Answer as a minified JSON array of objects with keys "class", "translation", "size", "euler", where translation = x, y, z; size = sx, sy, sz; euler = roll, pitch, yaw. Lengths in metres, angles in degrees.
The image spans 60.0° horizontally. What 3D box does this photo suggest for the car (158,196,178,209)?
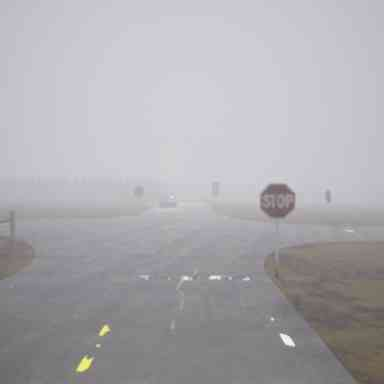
[{"class":"car","translation":[-2.566,1.103,36.748],"size":[1.994,1.385,4.181],"euler":[0,1,0]}]
